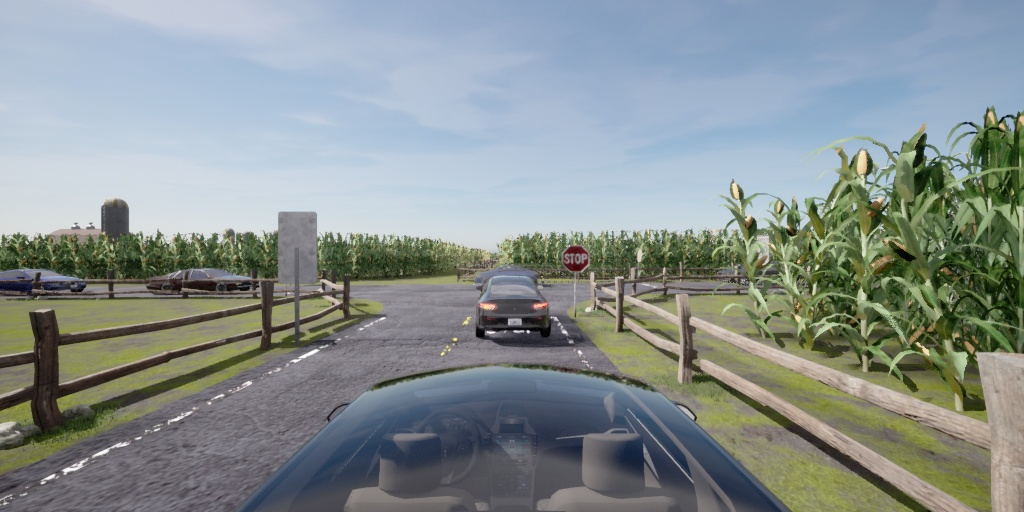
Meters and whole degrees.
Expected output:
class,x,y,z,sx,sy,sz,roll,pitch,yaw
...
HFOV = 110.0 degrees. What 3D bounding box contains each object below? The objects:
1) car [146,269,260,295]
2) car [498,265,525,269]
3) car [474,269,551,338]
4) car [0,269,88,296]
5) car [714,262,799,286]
class,x,y,z,sx,sy,sz,roll,pitch,yaw
car,-17.528,1.429,20.472,5.357,1.411,2.033,0,0,0
car,-0.351,1.291,23.397,4.181,1.385,1.994,0,0,0
car,-0.041,1.275,10.132,1.812,1.442,4.674,0,0,-3
car,-27.375,1.487,20.485,4.674,1.442,1.812,0,0,0
car,15.849,1.123,23.368,4.892,1.490,1.837,0,0,0
